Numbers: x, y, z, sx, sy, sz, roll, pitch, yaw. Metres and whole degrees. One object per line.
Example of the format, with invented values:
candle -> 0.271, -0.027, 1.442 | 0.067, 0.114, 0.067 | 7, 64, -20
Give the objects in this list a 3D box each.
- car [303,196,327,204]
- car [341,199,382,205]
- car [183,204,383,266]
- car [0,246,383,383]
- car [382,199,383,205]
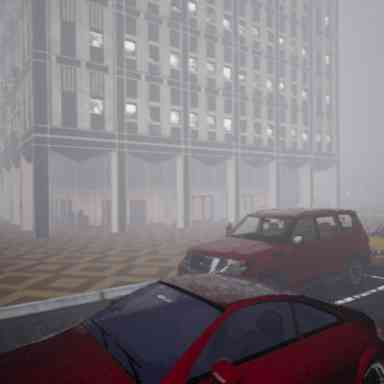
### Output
car -> 19.348, 1.404, 53.360 | 1.967, 1.590, 4.097 | -1, 1, -36
car -> 19.364, 1.613, 39.488 | 1.752, 1.417, 4.829 | -1, 1, -36
car -> 2.115, 1.325, 7.624 | 5.009, 1.841, 2.192 | 0, -1, -35
car -> 0.042, 1.567, 3.102 | 4.181, 1.385, 1.994 | 0, 0, -35
car -> 25.881, 1.530, 44.366 | 2.008, 1.369, 4.403 | -1, 1, -36
